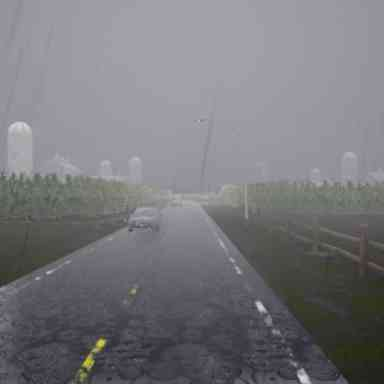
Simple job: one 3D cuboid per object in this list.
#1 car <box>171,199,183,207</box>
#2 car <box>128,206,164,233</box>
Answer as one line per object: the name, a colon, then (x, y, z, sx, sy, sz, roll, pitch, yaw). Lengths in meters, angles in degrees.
car: (-2.801, 2.080, 62.650, 1.837, 1.490, 4.892, 0, -1, 1)
car: (-2.856, 1.685, 21.311, 1.837, 1.490, 4.892, 0, -1, 0)
